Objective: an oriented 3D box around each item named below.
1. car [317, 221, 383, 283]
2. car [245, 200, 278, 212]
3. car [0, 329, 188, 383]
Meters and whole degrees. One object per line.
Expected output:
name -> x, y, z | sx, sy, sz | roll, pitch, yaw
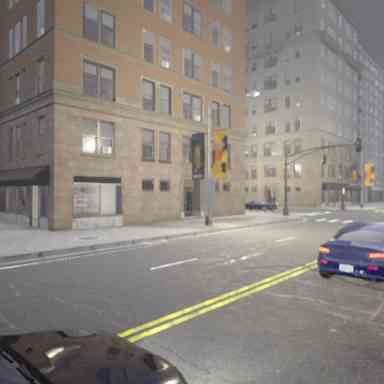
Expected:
car -> 5.005, 1.533, 9.108 | 1.812, 1.442, 4.674 | 0, 0, 43
car -> 7.595, 1.609, 38.888 | 4.718, 1.301, 1.895 | 0, 0, 43
car -> -1.798, 1.565, 1.740 | 1.994, 1.385, 4.181 | 0, 0, 42
